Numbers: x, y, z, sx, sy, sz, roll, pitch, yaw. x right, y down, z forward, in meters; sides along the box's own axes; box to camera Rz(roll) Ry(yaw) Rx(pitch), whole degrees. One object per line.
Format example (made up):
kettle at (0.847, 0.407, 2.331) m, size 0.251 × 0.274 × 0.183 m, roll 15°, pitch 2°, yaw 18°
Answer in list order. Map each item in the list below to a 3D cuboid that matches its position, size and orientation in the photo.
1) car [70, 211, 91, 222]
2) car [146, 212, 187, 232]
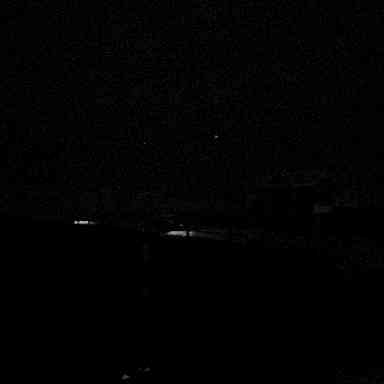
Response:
car at (-15.457, 3.363, 45.897) m, size 1.994 × 1.385 × 4.181 m, roll 0°, pitch -2°, yaw -35°
car at (-2.165, 2.375, 27.221) m, size 1.812 × 1.442 × 4.674 m, roll 0°, pitch -2°, yaw -36°
